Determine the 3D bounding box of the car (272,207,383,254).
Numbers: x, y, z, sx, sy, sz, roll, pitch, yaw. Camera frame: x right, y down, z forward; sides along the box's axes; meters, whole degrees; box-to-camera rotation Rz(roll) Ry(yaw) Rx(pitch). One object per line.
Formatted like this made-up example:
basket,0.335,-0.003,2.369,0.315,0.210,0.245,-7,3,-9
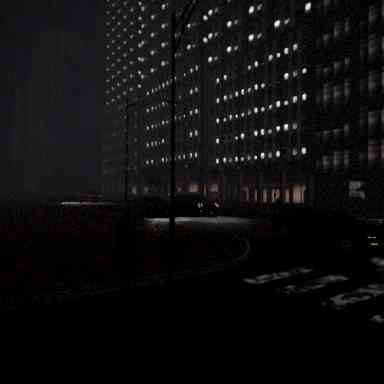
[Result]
car,5.536,1.417,13.674,1.837,1.490,4.892,1,2,-35

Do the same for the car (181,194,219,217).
car,0.211,0.973,26.987,2.097,1.767,4.553,1,1,-35

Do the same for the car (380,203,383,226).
car,13.774,1.440,19.232,1.812,1.442,4.674,0,1,-35

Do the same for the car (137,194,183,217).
car,-3.018,1.081,25.933,1.837,1.490,4.892,1,1,-35

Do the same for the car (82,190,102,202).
car,-14.711,0.550,48.492,2.097,1.767,4.553,1,1,-34

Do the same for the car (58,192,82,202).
car,-17.505,0.732,46.816,1.994,1.385,4.181,1,1,-34
